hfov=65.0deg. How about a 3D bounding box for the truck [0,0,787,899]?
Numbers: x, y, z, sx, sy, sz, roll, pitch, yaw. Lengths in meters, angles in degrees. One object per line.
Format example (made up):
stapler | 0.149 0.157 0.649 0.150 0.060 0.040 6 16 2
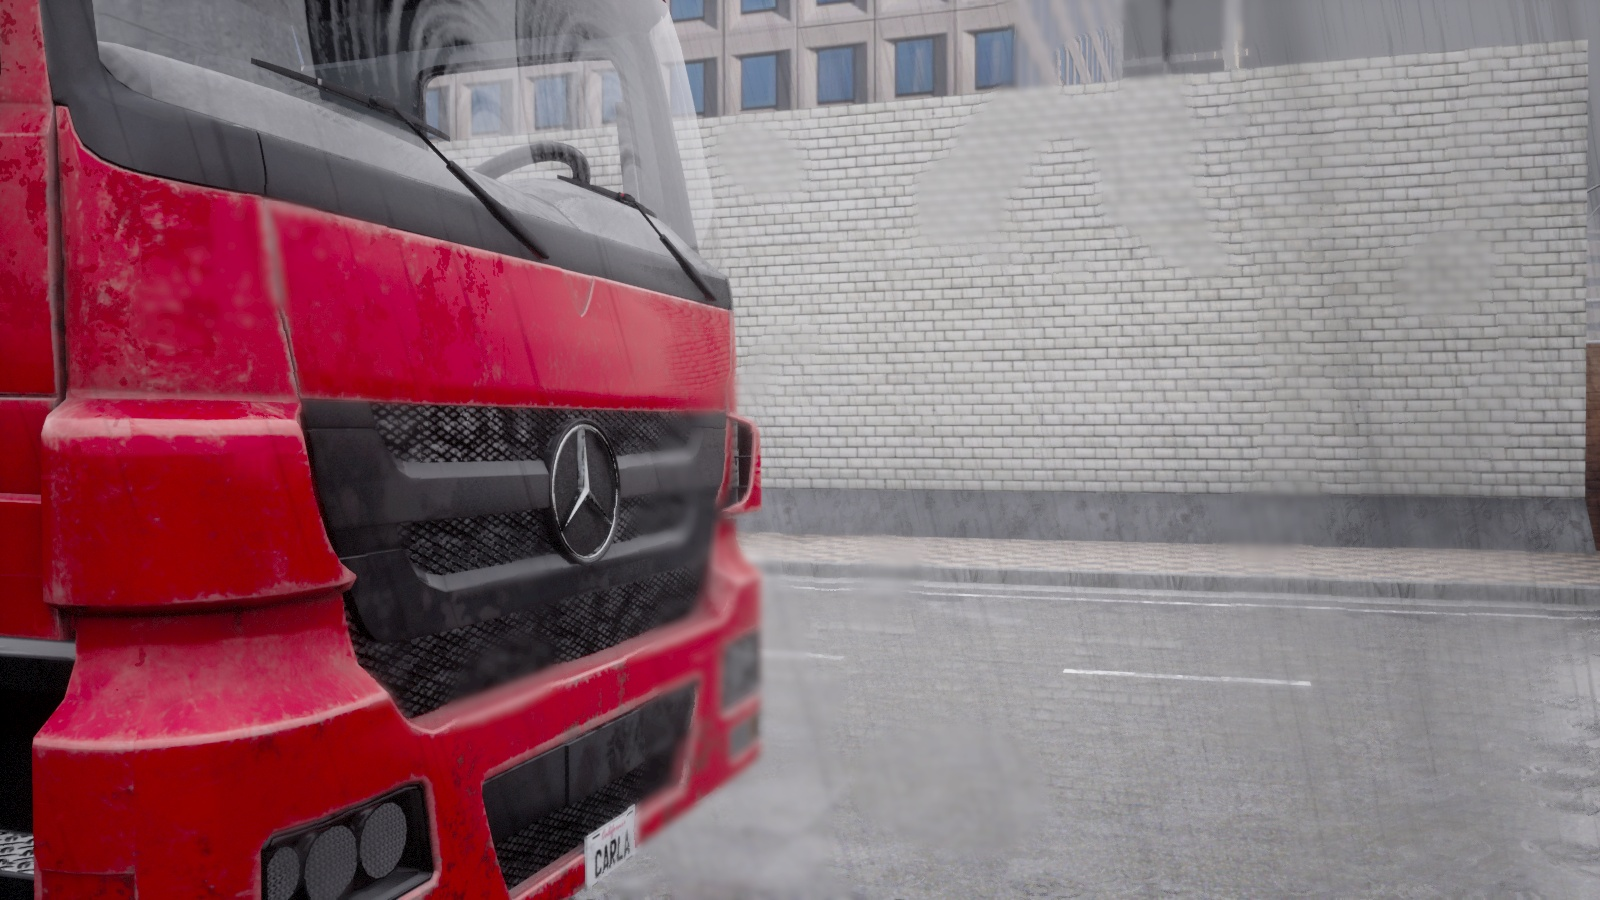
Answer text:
truck | -4.275 -0.245 4.614 7.936 3.462 2.891 1 1 19
